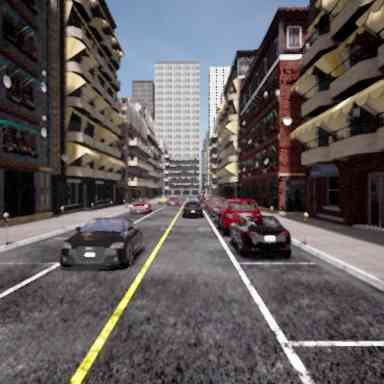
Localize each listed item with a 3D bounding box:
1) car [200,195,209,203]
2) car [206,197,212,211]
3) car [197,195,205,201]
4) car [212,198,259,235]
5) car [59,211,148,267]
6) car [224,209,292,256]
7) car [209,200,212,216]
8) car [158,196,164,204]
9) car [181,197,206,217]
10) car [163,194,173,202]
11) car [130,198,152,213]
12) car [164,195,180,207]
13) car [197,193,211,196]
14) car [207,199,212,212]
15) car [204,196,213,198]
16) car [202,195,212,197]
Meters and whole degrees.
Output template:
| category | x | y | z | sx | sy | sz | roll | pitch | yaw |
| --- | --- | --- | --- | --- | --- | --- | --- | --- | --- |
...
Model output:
| category | x | y | z | sx | sy | sz | roll | pitch | yaw |
| --- | --- | --- | --- | --- | --- | --- | --- | --- | --- |
| car | 2.528 | 1.466 | 68.614 | 1.752 | 1.417 | 4.829 | -1 | 0 | 0 |
| car | 2.543 | 1.554 | 35.150 | 1.802 | 1.307 | 4.206 | -1 | 0 | 0 |
| car | 2.196 | 1.429 | 83.785 | 1.837 | 1.490 | 4.892 | 0 | 0 | 0 |
| car | 2.546 | 1.301 | 18.503 | 2.192 | 1.841 | 5.009 | -1 | 0 | 0 |
| car | -2.847 | 1.556 | 11.239 | 1.994 | 1.385 | 4.181 | 0 | 0 | 0 |
| car | 2.551 | 1.556 | 12.954 | 1.947 | 1.339 | 4.313 | -1 | 0 | 0 |
| car | 2.547 | 1.532 | 24.052 | 2.008 | 1.369 | 4.403 | -1 | 0 | 0 |
| car | -5.350 | 1.472 | 62.701 | 1.752 | 1.417 | 4.829 | -1 | 0 | 0 |
| car | 0.086 | 1.502 | 30.889 | 1.812 | 1.442 | 4.674 | 0 | 0 | 0 |
| car | -5.355 | 1.376 | 73.969 | 1.967 | 1.590 | 4.097 | -1 | 0 | 0 |
| car | -5.339 | 1.413 | 35.126 | 1.967 | 1.590 | 4.097 | -1 | 0 | 0 |
| car | -2.841 | 1.483 | 51.061 | 1.812 | 1.442 | 4.674 | 0 | 0 | 0 |
| car | 2.530 | 1.266 | 57.346 | 2.192 | 1.841 | 5.009 | -1 | 0 | 0 |
| car | 2.545 | 1.559 | 29.601 | 1.802 | 1.307 | 4.206 | -1 | 0 | 0 |
| car | 2.540 | 1.533 | 40.699 | 1.947 | 1.339 | 4.313 | -1 | 0 | 0 |
| car | 2.538 | 1.513 | 46.248 | 2.008 | 1.369 | 4.403 | -1 | 0 | 0 |
